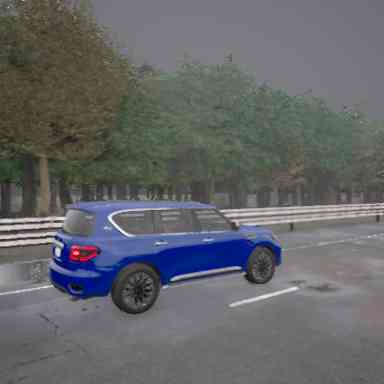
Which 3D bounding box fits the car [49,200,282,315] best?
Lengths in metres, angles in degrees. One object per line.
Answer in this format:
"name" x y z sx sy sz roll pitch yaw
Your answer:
"car" -0.339 1.218 7.802 5.566 2.045 2.150 0 0 -36
